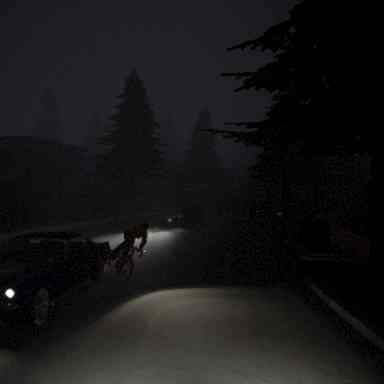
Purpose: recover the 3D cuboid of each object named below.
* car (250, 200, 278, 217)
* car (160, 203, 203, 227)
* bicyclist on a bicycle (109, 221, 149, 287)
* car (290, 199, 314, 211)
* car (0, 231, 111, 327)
[{"bbox_3d":[6.826,1.526,31.584,1.812,1.442,4.674,0,0,26],"label":"car"},{"bbox_3d":[-0.623,1.493,22.889,2.128,1.511,4.902,0,0,18],"label":"car"},{"bbox_3d":[-1.591,1.426,8.428,0.582,1.620,1.656,29,1,-29],"label":"bicyclist on a bicycle"},{"bbox_3d":[13.568,1.547,41.809,2.033,1.411,5.357,0,0,39],"label":"car"},{"bbox_3d":[-3.332,1.600,7.179,1.895,1.301,4.718,0,0,3],"label":"car"}]
